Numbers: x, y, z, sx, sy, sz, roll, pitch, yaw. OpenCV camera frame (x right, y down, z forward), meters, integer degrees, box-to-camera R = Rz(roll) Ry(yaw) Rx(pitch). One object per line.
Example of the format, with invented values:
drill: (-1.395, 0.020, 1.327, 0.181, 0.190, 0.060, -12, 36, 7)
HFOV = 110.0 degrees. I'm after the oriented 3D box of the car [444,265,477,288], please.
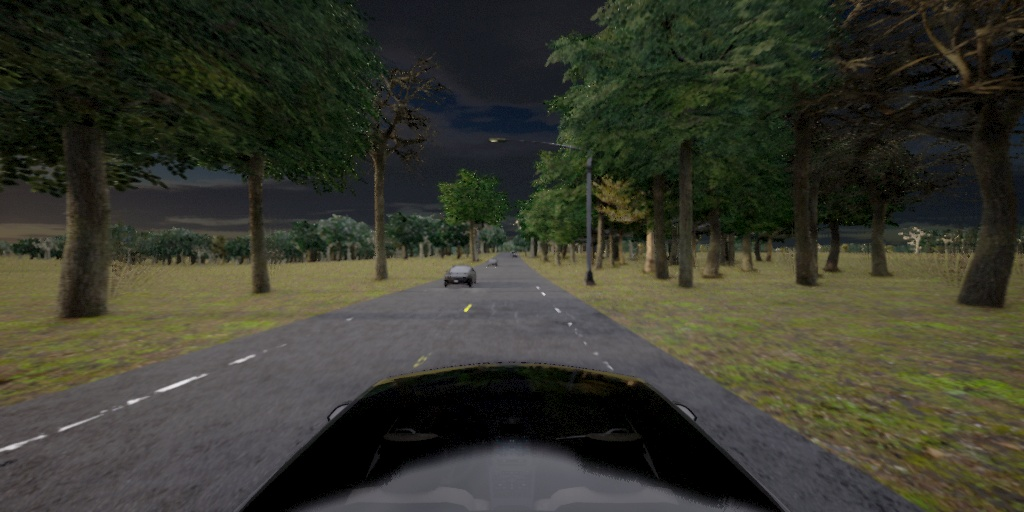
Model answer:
car: (-3.603, 1.370, 25.625, 1.882, 1.535, 5.008, 0, 0, 0)
